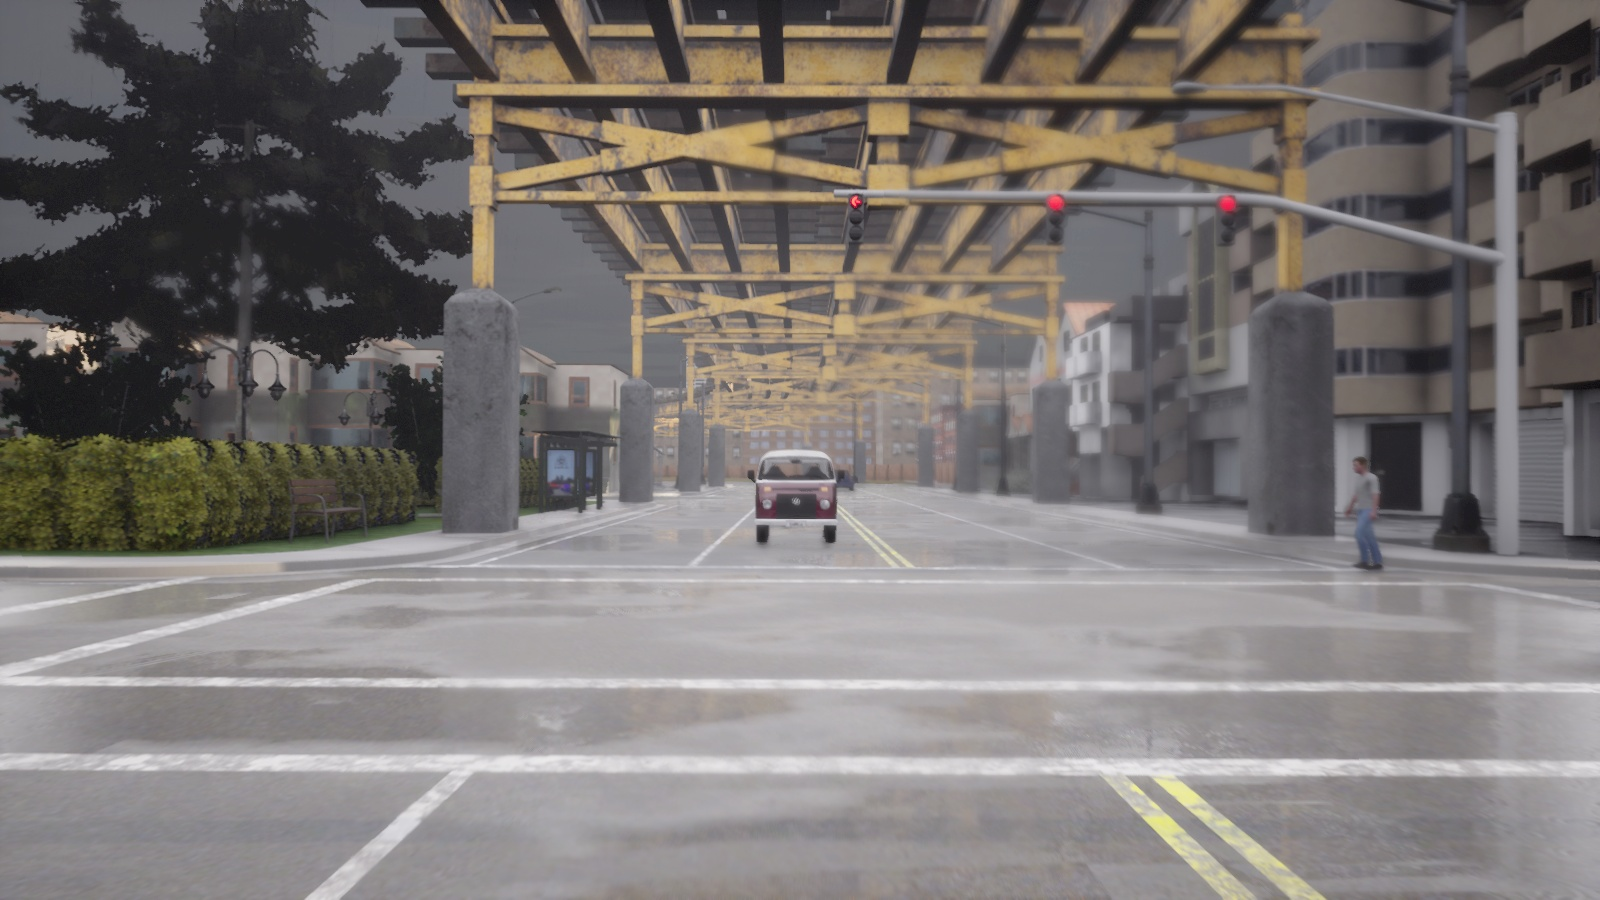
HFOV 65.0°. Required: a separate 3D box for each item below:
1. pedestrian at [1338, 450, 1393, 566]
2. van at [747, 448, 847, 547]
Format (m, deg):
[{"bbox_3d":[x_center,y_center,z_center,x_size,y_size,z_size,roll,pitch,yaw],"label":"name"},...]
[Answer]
[{"bbox_3d":[9.056,0.920,20.131,0.706,1.836,0.354,0,-1,-1],"label":"pedestrian"},{"bbox_3d":[-0.070,1.011,28.307,2.069,2.038,4.480,0,-1,0],"label":"van"}]
